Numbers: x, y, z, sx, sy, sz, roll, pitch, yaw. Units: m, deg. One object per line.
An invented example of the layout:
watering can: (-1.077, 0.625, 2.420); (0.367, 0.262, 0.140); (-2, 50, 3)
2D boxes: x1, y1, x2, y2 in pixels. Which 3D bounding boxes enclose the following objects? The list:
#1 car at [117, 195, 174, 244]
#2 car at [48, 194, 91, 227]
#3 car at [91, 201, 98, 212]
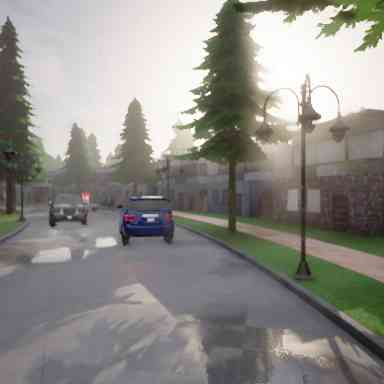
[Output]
car: (-2.283, 1.170, 15.728); (2.150, 2.045, 5.566); (0, 0, -14)
car: (-8.414, 1.145, 22.494); (2.150, 2.045, 5.566); (0, 0, -23)
car: (-11.926, 1.479, 36.234); (1.895, 1.301, 4.718); (0, 0, -36)
